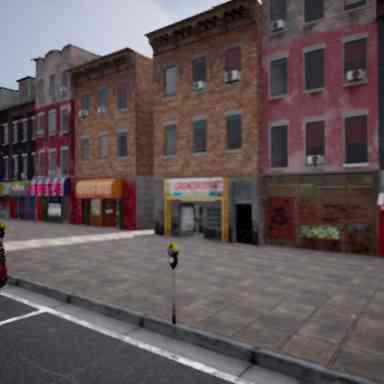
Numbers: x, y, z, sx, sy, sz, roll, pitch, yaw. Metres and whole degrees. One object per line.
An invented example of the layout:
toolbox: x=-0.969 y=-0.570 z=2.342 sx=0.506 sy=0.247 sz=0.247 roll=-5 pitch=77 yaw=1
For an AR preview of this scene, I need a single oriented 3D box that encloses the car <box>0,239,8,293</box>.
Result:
car: x=-5.831 y=1.273 z=6.981 sx=5.009 sy=1.841 sz=2.192 roll=0 pitch=-1 yaw=35
